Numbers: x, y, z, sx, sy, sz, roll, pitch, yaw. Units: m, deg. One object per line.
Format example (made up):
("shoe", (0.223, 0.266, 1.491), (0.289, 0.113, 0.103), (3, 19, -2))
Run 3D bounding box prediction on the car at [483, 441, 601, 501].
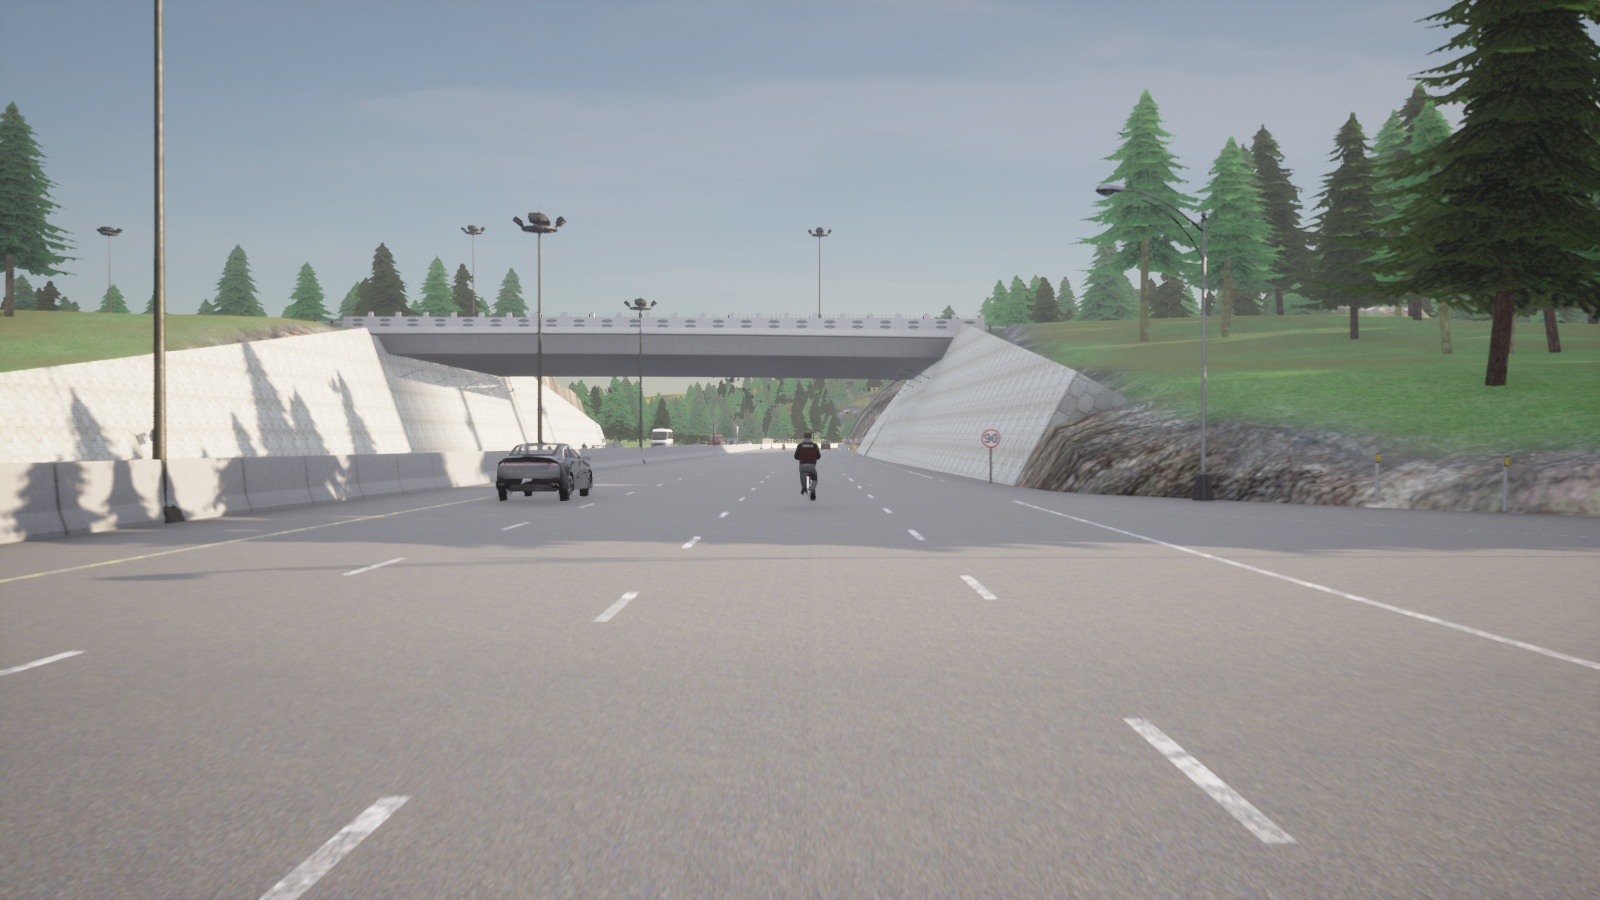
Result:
("car", (-6.793, 0.508, 33.666), (2.128, 1.511, 4.902), (0, 0, 0))
